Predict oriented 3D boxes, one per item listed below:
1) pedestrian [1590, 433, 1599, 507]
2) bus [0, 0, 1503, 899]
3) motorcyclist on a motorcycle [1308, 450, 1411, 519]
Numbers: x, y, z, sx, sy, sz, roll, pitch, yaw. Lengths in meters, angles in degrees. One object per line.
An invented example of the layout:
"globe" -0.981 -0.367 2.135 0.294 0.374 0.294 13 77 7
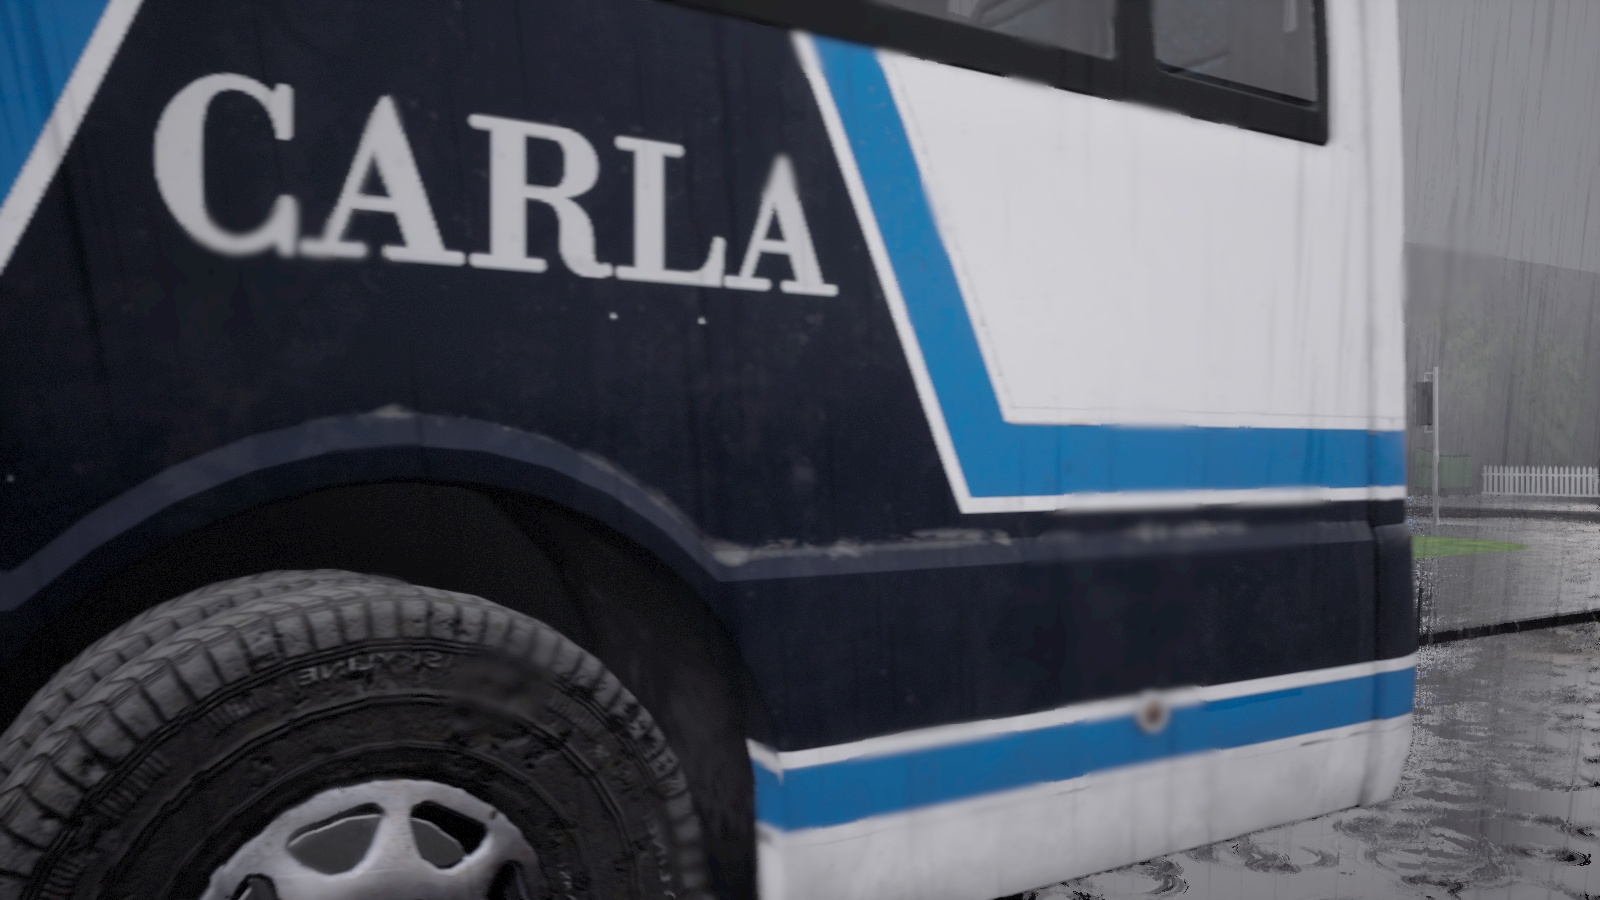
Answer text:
"pedestrian" 20.251 0.488 31.373 0.540 1.848 0.694 0 0 -4
"bus" -3.727 -0.619 1.832 10.273 4.253 3.944 0 0 -33
"motorcyclist on a motorcycle" 12.846 0.771 28.898 0.797 1.523 2.044 0 -1 -33
